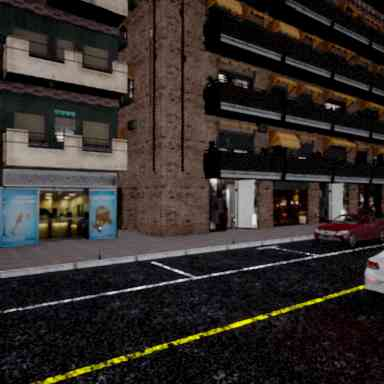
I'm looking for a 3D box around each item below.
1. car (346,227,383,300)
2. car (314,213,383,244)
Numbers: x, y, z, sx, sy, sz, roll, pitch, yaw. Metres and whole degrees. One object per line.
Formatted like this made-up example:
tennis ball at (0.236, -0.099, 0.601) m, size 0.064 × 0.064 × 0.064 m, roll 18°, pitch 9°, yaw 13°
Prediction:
car at (5.555, 1.561, 7.188) m, size 4.674 × 1.442 × 1.812 m, roll 0°, pitch 0°, yaw -35°
car at (7.429, 1.662, 15.382) m, size 4.206 × 1.307 × 1.802 m, roll 0°, pitch 0°, yaw -35°
